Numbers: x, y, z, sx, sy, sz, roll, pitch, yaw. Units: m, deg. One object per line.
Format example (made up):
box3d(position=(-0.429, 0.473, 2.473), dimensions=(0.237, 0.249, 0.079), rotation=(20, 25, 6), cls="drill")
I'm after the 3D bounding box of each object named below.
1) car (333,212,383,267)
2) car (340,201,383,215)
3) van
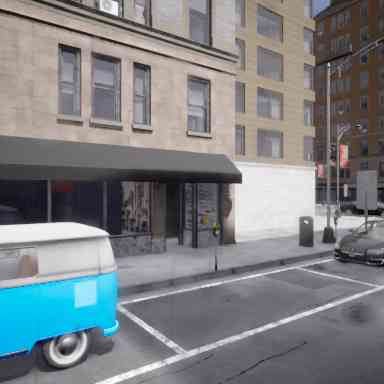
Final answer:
box3d(position=(6.300, 1.550, 10.674), dimensions=(4.403, 1.369, 2.008), rotation=(0, 0, -35), cls="car")
box3d(position=(15.436, 1.412, 28.724), dimensions=(1.882, 1.535, 5.008), rotation=(0, 0, -36), cls="car")
box3d(position=(-2.923, 1.341, 4.105), dimensions=(3.998, 1.788, 1.690), rotation=(0, 0, -35), cls="van")
